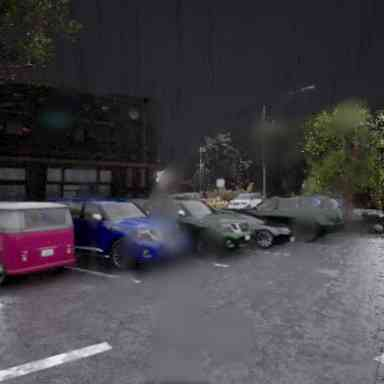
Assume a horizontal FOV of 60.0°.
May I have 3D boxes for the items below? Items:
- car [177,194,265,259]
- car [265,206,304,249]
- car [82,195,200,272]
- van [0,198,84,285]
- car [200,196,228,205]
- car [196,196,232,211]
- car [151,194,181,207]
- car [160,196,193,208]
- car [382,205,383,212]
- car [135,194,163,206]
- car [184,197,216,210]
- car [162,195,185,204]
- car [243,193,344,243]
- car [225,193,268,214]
[{"bbox_3d":[-0.393,1.219,12.776,5.566,2.045,2.435,-1,-1,35],"label":"car"},{"bbox_3d":[2.020,1.493,14.503,4.792,1.488,2.163,-1,-1,34],"label":"car"},{"bbox_3d":[-2.803,1.226,11.059,5.566,2.045,2.435,-1,-1,35],"label":"car"},{"bbox_3d":[-5.336,1.260,9.414,4.442,1.987,1.878,-1,0,35],"label":"van"},{"bbox_3d":[3.719,1.475,57.208,2.033,1.411,5.357,0,0,-34],"label":"car"},{"bbox_3d":[2.908,1.422,41.895,1.946,1.575,5.366,-1,0,36],"label":"car"},{"bbox_3d":[-3.951,1.305,51.680,2.185,1.767,4.553,-1,0,36],"label":"car"},{"bbox_3d":[-2.238,1.430,49.213,2.097,1.535,5.008,0,1,36],"label":"car"},{"bbox_3d":[20.562,1.415,31.515,2.128,1.511,4.902,0,0,-25],"label":"car"},{"bbox_3d":[-7.255,1.307,56.709,2.185,1.767,4.553,0,1,36],"label":"car"},{"bbox_3d":[1.111,1.468,44.231,2.002,1.452,4.674,-1,0,36],"label":"car"},{"bbox_3d":[-3.380,1.416,60.458,1.882,1.535,5.008,0,0,-34],"label":"car"},{"bbox_3d":[4.371,1.206,16.230,5.566,2.045,2.435,-1,0,35],"label":"car"},{"bbox_3d":[6.162,1.175,36.740,2.435,2.045,5.566,0,1,36],"label":"car"}]
